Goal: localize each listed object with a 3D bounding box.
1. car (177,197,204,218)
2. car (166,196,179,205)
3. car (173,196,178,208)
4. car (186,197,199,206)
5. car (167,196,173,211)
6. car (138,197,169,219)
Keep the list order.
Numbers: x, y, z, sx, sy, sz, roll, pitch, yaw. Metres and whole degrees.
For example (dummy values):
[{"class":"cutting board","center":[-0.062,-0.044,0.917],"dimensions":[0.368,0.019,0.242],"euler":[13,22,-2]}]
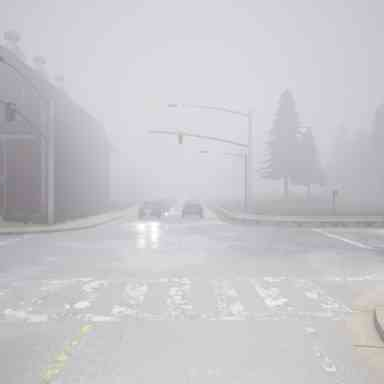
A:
[{"class":"car","center":[0.040,1.492,30.369],"dimensions":[2.128,1.511,4.902],"euler":[0,0,0]},{"class":"car","center":[-3.473,1.477,59.779],"dimensions":[1.882,1.535,5.008],"euler":[0,0,0]},{"class":"car","center":[-3.528,1.526,49.291],"dimensions":[1.812,1.442,4.674],"euler":[0,0,0]},{"class":"car","center":[0.074,1.547,55.835],"dimensions":[2.033,1.411,5.357],"euler":[0,0,0]},{"class":"car","center":[-3.547,1.505,39.026],"dimensions":[1.837,1.490,4.892],"euler":[0,0,0]},{"class":"car","center":[-3.561,1.491,29.555],"dimensions":[2.128,1.511,4.902],"euler":[0,0,0]}]
